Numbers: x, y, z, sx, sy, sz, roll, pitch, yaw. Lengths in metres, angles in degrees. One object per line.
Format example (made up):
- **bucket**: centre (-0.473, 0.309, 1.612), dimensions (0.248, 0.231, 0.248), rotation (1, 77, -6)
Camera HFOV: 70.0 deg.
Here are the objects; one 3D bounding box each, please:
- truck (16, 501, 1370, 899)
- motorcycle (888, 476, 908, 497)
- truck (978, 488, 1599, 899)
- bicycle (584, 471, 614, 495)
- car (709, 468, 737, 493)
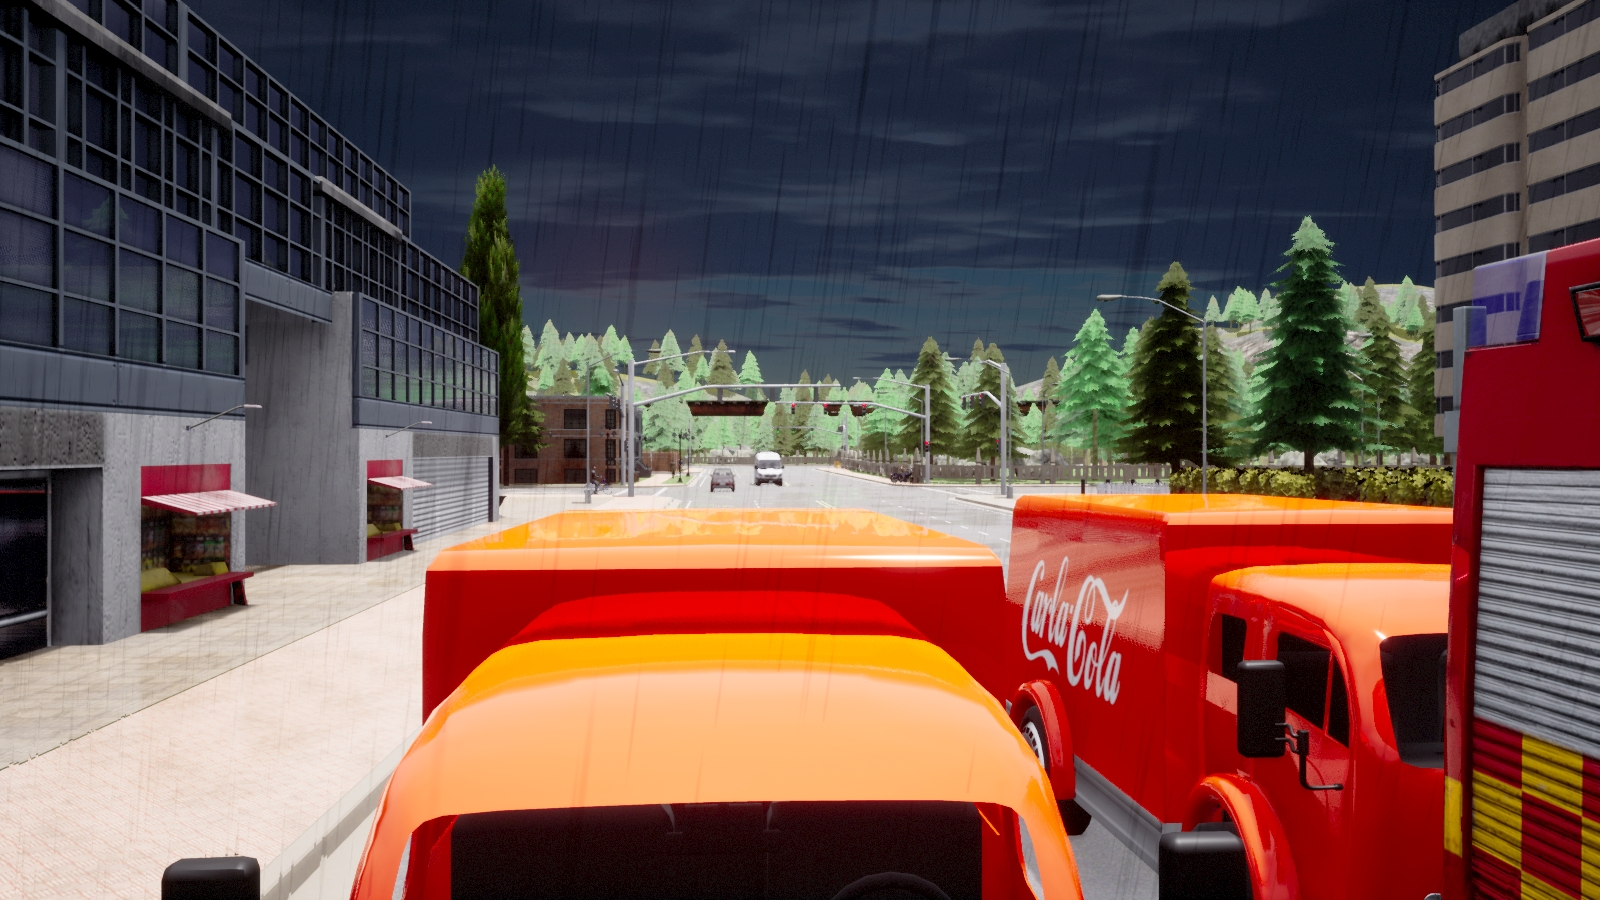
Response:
- **truck**: centre (-0.347, 1.568, 4.821), dimensions (2.627, 2.467, 5.204), rotation (0, 0, -4)
- **motorcycle**: centre (5.944, 2.205, 69.519), dimensions (0.867, 1.251, 2.209), rotation (0, 0, -4)
- **truck**: centre (3.003, 1.568, 7.234), dimensions (2.627, 2.467, 5.204), rotation (0, 0, -4)
- **bicycle**: centre (-12.531, 2.060, 71.198), dimensions (1.835, 1.471, 0.329), rotation (0, 0, -11)
- **car**: centre (-5.157, 2.026, 76.364), dimensions (1.789, 1.549, 3.705), rotation (0, 0, -4)
